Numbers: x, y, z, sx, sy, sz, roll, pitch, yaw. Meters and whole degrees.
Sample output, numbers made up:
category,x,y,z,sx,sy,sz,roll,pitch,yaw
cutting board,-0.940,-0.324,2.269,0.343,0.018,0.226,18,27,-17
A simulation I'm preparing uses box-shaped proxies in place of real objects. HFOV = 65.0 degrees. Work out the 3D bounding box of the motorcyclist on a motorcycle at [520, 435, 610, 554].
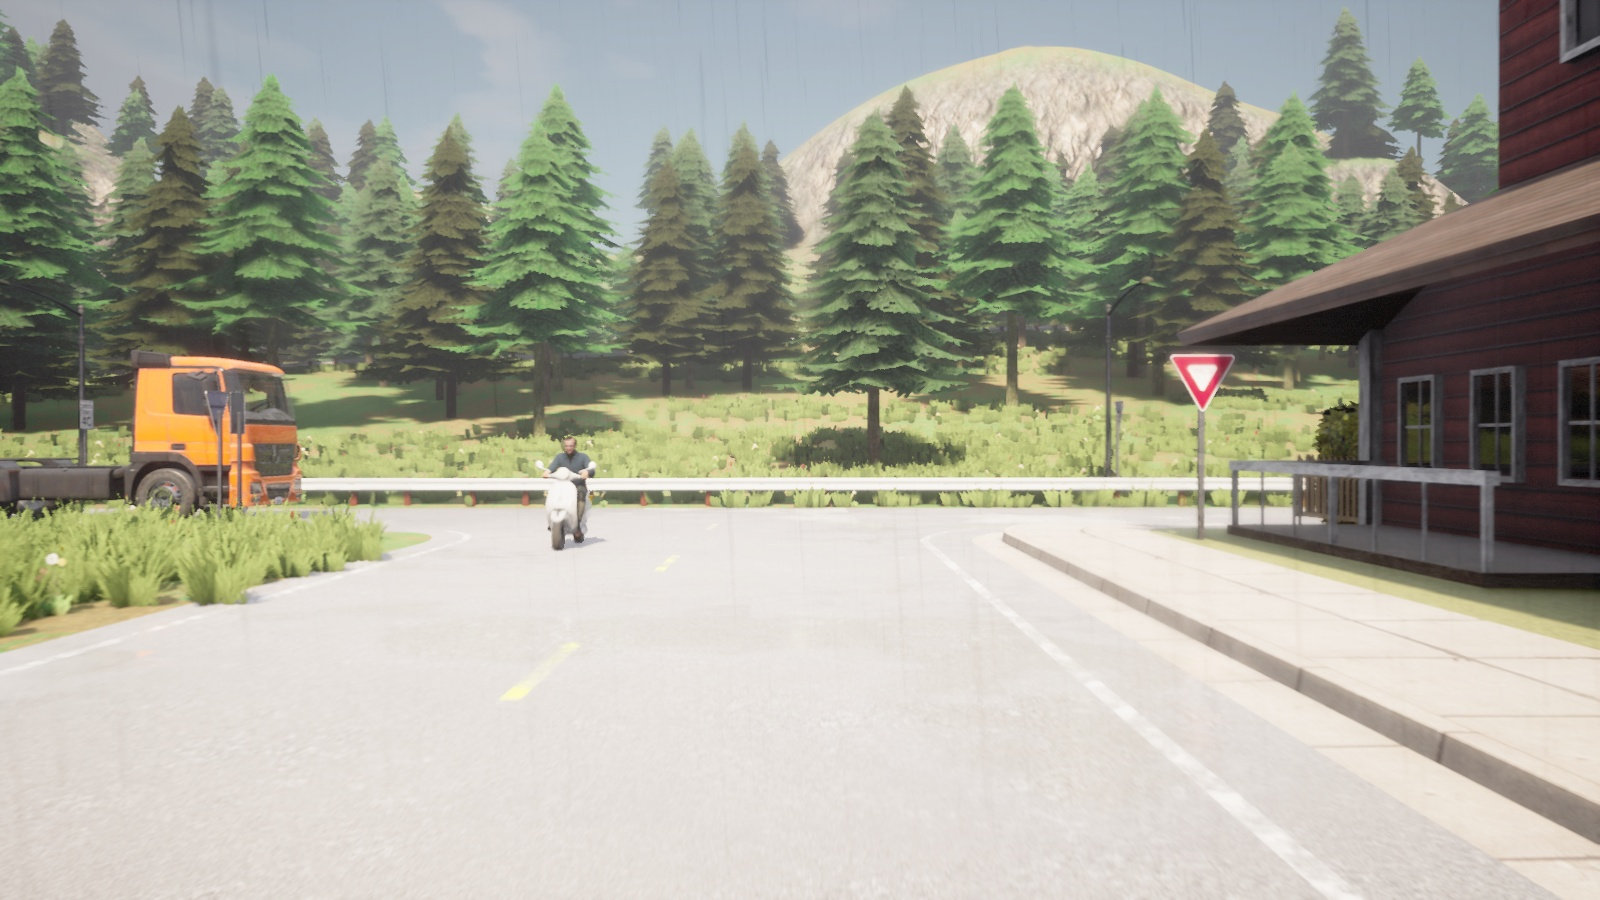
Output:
category,x,y,z,sx,sy,sz,roll,pitch,yaw
motorcyclist on a motorcycle,-3.312,0.596,17.845,0.866,1.590,1.817,0,0,2

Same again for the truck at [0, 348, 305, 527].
category,x,y,z,sx,sy,sz,roll,pitch,yaw
truck,-14.673,-0.252,25.715,7.936,3.462,2.891,0,0,0
